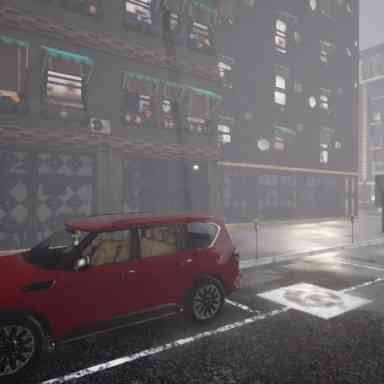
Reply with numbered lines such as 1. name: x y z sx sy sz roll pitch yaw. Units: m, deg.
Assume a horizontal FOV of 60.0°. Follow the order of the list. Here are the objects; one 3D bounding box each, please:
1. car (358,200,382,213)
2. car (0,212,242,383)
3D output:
1. car: 20.139 1.538 37.349 1.887 1.381 4.507 1 0 -36
2. car: -1.383 1.316 5.569 5.009 1.841 2.192 0 1 -36
